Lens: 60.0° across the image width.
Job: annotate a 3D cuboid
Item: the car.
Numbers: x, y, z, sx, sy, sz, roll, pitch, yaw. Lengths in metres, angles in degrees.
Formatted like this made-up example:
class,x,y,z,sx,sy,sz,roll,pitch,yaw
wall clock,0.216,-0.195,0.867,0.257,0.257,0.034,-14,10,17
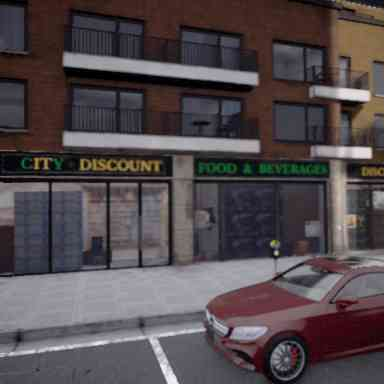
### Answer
class,x,y,z,sx,sy,sz,roll,pitch,yaw
car,2.264,1.717,5.207,4.206,1.307,1.802,0,-2,-17
